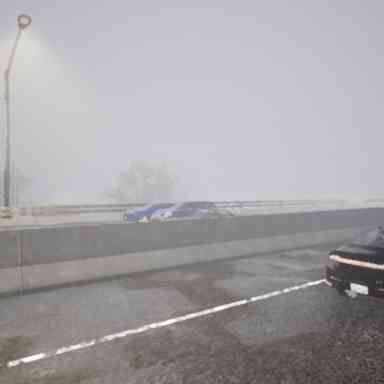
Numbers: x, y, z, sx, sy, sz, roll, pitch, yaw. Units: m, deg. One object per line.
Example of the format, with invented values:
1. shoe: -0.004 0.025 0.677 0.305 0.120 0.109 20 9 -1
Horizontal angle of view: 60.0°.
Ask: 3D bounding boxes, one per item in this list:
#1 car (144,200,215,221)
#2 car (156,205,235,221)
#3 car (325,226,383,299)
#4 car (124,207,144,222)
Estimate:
1. car: -0.313 1.317 20.888 4.553 1.767 2.097 0 0 -35
2. car: 0.770 1.569 17.378 4.718 1.301 1.895 0 0 -35
3. car: 4.898 1.468 7.197 4.902 1.511 2.128 0 0 -35
4. car: -2.403 1.443 23.699 5.008 1.535 1.882 0 0 -35
